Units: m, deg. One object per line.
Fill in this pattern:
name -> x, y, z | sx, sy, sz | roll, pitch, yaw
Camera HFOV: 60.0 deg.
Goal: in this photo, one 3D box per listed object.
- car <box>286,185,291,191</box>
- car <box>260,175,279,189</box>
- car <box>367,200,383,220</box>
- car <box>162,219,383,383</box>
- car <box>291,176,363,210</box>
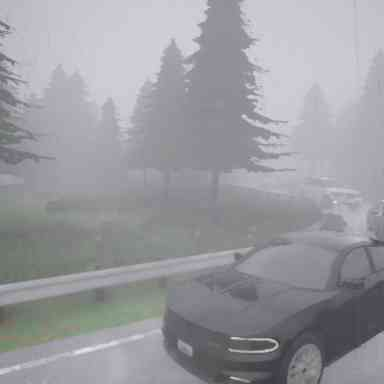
car -> 10.965, -0.324, 32.219 | 1.837, 1.490, 4.892 | 3, 5, -13
car -> 10.074, -1.594, 43.347 | 2.150, 2.045, 5.566 | 2, 5, 11
car -> 8.163, 1.112, 13.119 | 1.837, 1.490, 4.892 | 2, 4, 21
car -> 1.871, 1.407, 5.181 | 5.008, 1.535, 1.882 | -1, 2, -39
car -> 9.560, -0.018, 23.606 | 2.150, 2.045, 5.566 | 2, 5, -10
